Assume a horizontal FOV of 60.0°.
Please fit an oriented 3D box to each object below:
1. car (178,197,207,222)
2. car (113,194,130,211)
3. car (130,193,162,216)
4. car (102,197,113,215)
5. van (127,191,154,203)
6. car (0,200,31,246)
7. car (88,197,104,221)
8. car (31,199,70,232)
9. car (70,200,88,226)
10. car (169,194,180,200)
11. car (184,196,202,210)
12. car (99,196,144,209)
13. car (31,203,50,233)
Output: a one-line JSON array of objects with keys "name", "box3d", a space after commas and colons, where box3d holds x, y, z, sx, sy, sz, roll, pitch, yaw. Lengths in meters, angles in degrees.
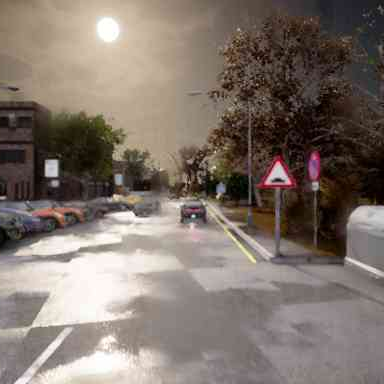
[{"name": "car", "box3d": [0.097, 1.382, 25.033, 1.837, 1.490, 4.892, 0, 0, 0]}, {"name": "car", "box3d": [-9.133, 1.325, 36.160, 4.892, 1.521, 2.231, -1, 0, -20]}, {"name": "car", "box3d": [-3.941, 1.210, 30.162, 2.097, 1.767, 4.553, 0, 0, 0]}, {"name": "car", "box3d": [-9.162, 1.394, 27.160, 4.674, 1.452, 2.002, -1, 0, -20]}, {"name": "van", "box3d": [-9.264, 0.902, 60.124, 4.442, 1.987, 1.878, -1, 1, -20]}, {"name": "car", "box3d": [-9.242, 1.166, 12.171, 5.566, 2.045, 2.435, -1, 0, -20]}, {"name": "car", "box3d": [-9.148, 1.394, 24.168, 4.792, 1.488, 2.163, -1, 0, -20]}, {"name": "car", "box3d": [-9.245, 1.265, 18.147, 4.553, 1.767, 2.185, -1, 0, -20]}, {"name": "car", "box3d": [-9.226, 1.252, 21.148, 4.553, 1.767, 2.185, -1, 0, -20]}, {"name": "car", "box3d": [-3.698, 1.014, 70.812, 1.994, 1.385, 4.181, 0, 1, 5]}, {"name": "car", "box3d": [0.155, 1.312, 41.673, 2.128, 1.511, 4.902, 0, 0, 0]}, {"name": "car", "box3d": [-8.937, 1.298, 42.226, 5.366, 1.575, 1.946, -1, 0, -20]}, {"name": "car", "box3d": [-9.228, 1.443, 15.151, 4.674, 1.452, 2.002, -1, 1, -20]}]
